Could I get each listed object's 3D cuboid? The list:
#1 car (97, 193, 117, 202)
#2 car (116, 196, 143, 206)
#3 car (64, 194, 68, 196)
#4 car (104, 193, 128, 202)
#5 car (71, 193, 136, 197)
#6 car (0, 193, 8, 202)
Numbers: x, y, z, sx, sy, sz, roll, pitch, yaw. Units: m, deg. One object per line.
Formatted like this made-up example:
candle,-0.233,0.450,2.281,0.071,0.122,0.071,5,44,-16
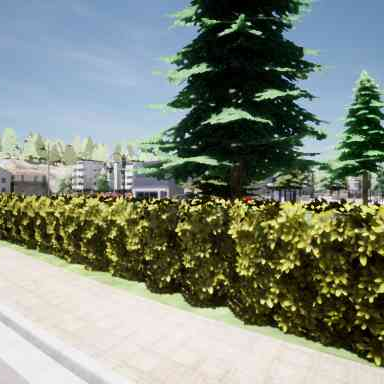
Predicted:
car,-18.212,1.077,71.423,1.905,1.878,3.866,0,0,44
car,-10.055,1.384,53.337,1.970,1.475,3.806,0,0,44
car,-27.320,1.154,80.409,2.152,1.636,5.027,0,0,44
car,-15.854,1.097,69.676,1.932,1.855,4.605,0,0,44
car,-8.077,1.221,31.062,2.150,2.045,5.566,0,0,44
car,-41.764,1.097,70.238,1.932,1.855,4.605,0,0,44
